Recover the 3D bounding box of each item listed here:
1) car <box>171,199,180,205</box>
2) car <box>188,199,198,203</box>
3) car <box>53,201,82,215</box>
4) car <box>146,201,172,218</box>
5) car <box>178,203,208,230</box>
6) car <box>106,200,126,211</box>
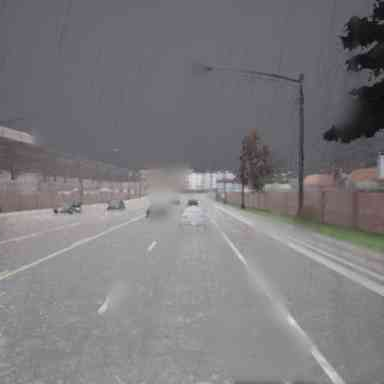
[{"bbox_3d":[-3.412,2.084,67.747,2.033,1.411,5.357,0,-1,2],"label":"car"},{"bbox_3d":[0.152,1.994,61.461,1.837,1.490,4.892,0,-1,0],"label":"car"},{"bbox_3d":[-14.035,1.777,37.741,2.128,1.511,4.902,0,-1,0],"label":"car"},{"bbox_3d":[-3.370,1.826,33.335,1.994,1.385,4.181,0,-1,0],"label":"car"},{"bbox_3d":[0.122,1.706,22.395,1.812,1.442,4.674,0,0,0],"label":"car"},{"bbox_3d":[-10.501,1.863,46.249,1.837,1.490,4.892,0,-1,1],"label":"car"}]
